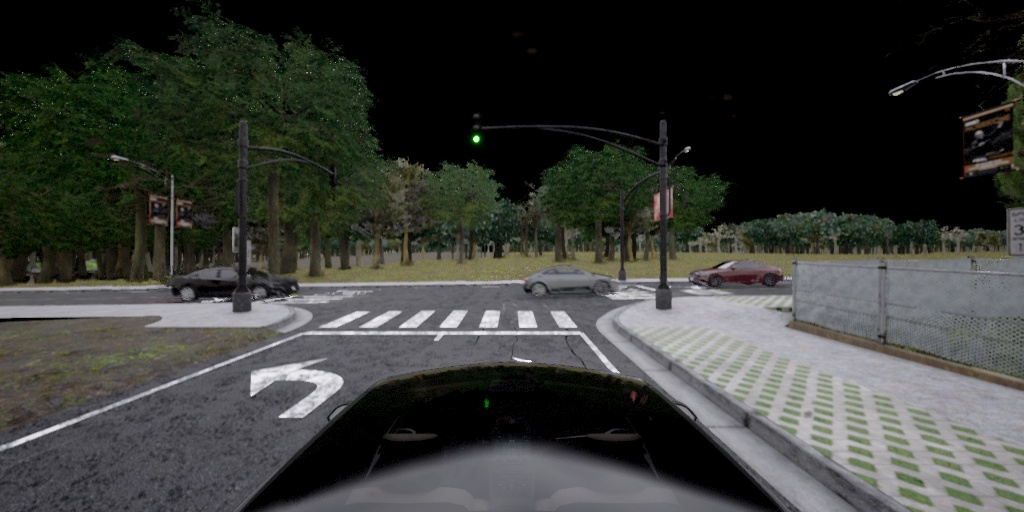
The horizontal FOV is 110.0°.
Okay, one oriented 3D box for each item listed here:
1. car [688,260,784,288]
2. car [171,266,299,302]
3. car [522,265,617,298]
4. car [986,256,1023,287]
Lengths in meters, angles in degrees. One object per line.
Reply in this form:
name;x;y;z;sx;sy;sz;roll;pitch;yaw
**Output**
car;12.108;0.940;19.501;4.674;1.442;1.812;-1;-1;0
car;-12.375;1.220;16.212;5.008;1.535;1.882;-1;-1;0
car;2.535;1.094;16.168;4.181;1.385;1.994;-1;0;0
car;24.604;0.703;16.120;4.902;1.511;2.128;-1;-1;0
